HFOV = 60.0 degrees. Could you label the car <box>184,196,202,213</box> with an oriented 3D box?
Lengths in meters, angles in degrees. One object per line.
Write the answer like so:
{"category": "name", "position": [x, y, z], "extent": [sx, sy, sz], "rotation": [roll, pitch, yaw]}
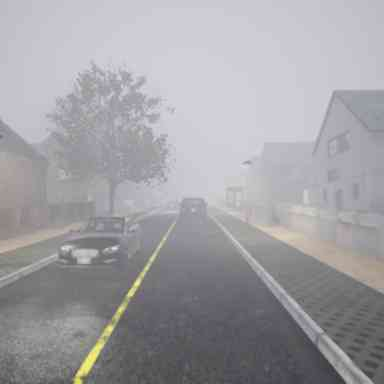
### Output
{"category": "car", "position": [0.093, 1.543, 42.965], "extent": [2.150, 2.045, 5.566], "rotation": [0, -1, 0]}

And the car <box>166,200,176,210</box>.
{"category": "car", "position": [-2.826, 1.884, 49.307], "extent": [2.128, 1.511, 4.902], "rotation": [0, -1, 0]}

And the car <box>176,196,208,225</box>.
{"category": "car", "position": [0.097, 1.392, 26.078], "extent": [2.150, 2.045, 5.566], "rotation": [0, 0, 0]}

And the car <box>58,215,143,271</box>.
{"category": "car", "position": [-2.839, 1.558, 11.221], "extent": [2.128, 1.511, 4.902], "rotation": [0, 0, 0]}
